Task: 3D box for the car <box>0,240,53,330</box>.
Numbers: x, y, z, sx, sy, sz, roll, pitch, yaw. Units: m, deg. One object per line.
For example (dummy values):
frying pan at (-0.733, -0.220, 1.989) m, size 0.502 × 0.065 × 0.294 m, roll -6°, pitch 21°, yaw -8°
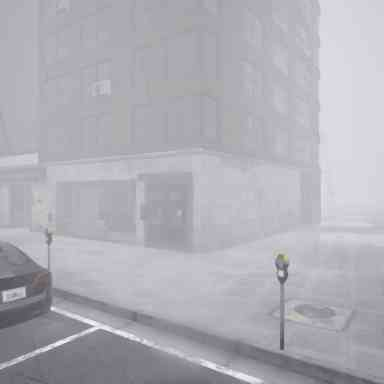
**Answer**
car at (-4.338, 1.566, 6.181) m, size 4.313 × 1.339 × 1.947 m, roll 0°, pitch 0°, yaw 36°
